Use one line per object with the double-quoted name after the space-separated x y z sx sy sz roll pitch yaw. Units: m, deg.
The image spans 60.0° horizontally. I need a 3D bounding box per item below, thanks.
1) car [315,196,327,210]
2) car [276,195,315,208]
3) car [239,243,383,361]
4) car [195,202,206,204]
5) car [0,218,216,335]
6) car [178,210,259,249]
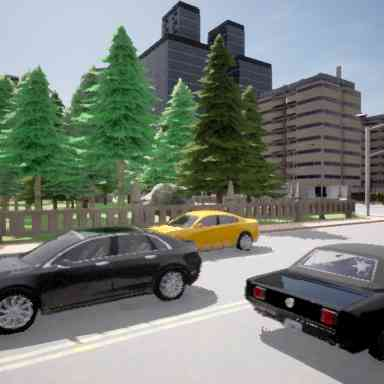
17.205 1.352 44.111 2.097 1.767 4.553 0 0 -33 "car"
13.192 1.477 43.832 1.882 1.535 5.008 0 0 -33 "car"
3.282 1.601 5.916 4.718 1.301 1.895 0 0 -34 "car"
0.072 1.491 63.746 2.128 1.511 4.902 0 0 -33 "car"
-2.068 1.505 6.805 4.892 1.490 1.837 0 0 -34 "car"
0.314 1.478 12.580 5.008 1.535 1.882 -1 0 -33 "car"
